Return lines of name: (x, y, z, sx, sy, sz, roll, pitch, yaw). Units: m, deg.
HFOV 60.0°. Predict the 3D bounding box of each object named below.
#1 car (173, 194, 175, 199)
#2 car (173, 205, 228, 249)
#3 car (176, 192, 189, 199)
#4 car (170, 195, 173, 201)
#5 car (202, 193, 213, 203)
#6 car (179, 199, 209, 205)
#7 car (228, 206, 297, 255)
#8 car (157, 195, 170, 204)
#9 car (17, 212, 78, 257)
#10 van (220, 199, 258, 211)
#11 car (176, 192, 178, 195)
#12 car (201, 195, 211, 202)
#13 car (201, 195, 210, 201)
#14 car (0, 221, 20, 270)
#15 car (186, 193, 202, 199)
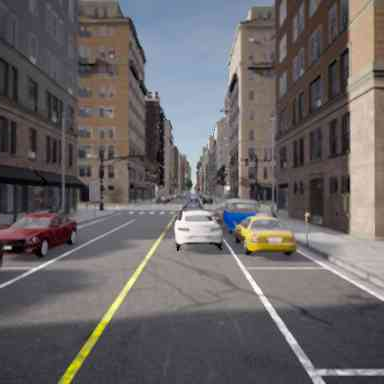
car: (-5.451, 1.402, 73.006, 2.008, 1.369, 4.403, 1, 0, 1)
car: (0.202, 1.498, 14.248, 1.812, 1.442, 4.674, 0, 0, -2)
car: (-2.402, 1.366, 89.592, 1.994, 1.385, 4.181, 0, 0, 1)
car: (-5.517, 1.430, 67.477, 1.947, 1.339, 4.313, 1, 0, 1)
car: (2.942, 1.441, 61.850, 1.947, 1.339, 4.313, 1, 0, 1)
car: (0.070, 1.512, 26.692, 1.994, 1.385, 4.181, 0, 0, 0)
car: (2.665, 1.500, 13.009, 1.752, 1.417, 4.829, 1, 0, 0)
car: (-5.584, 1.458, 61.948, 1.802, 1.307, 4.206, 1, 0, 1)
car: (-5.861, 1.520, 12.836, 1.887, 1.381, 4.507, 1, 0, 0)
van: (2.663, 1.305, 18.512, 1.690, 1.788, 3.998, 1, 0, 0)
car: (-5.187, 1.326, 94.952, 1.752, 1.417, 4.829, 1, 0, 1)
car: (3.074, 1.401, 72.911, 2.008, 1.369, 4.403, 1, 0, 1)
car: (3.141, 1.383, 78.441, 1.887, 1.381, 4.507, 1, 0, 1)
car: (-5.857, 1.552, 7.163, 1.947, 1.339, 4.313, 1, 0, 0)
car: (0.317, 1.410, 57.873, 1.812, 1.442, 4.674, 0, 0, 1)
